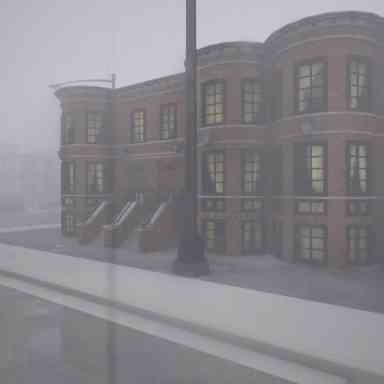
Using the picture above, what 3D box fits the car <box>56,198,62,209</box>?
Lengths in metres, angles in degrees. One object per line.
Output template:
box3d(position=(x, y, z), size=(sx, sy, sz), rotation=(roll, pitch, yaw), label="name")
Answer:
box3d(position=(-13.972, 1.600, 41.537), size=(1.895, 1.301, 4.718), rotation=(0, 0, 36), label="car")

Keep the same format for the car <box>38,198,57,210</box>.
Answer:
box3d(position=(-17.273, 1.478, 42.933), size=(1.882, 1.535, 5.008), rotation=(0, 0, 35), label="car")

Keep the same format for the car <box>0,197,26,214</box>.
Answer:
box3d(position=(-19.492, 1.352, 33.798), size=(2.097, 1.767, 4.553), rotation=(0, 0, 35), label="car")
